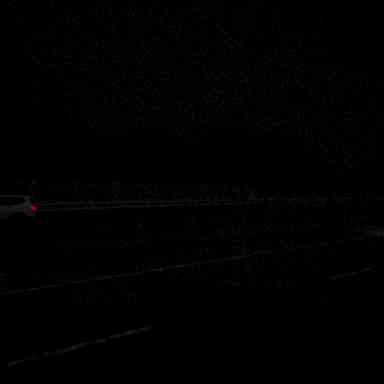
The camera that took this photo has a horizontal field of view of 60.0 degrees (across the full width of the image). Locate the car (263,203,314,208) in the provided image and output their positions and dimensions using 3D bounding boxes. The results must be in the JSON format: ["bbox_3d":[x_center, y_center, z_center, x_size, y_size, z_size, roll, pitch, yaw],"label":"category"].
[{"bbox_3d":[6.850,1.548,26.079,5.357,1.411,2.033,0,0,-35],"label":"car"}]

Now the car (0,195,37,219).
[{"bbox_3d":[-12.691,1.220,20.717,5.566,2.045,2.150,0,0,-35],"label":"car"}]

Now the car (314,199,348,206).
[{"bbox_3d":[15.108,1.499,36.228,4.902,1.511,2.128,0,0,-35],"label":"car"}]
